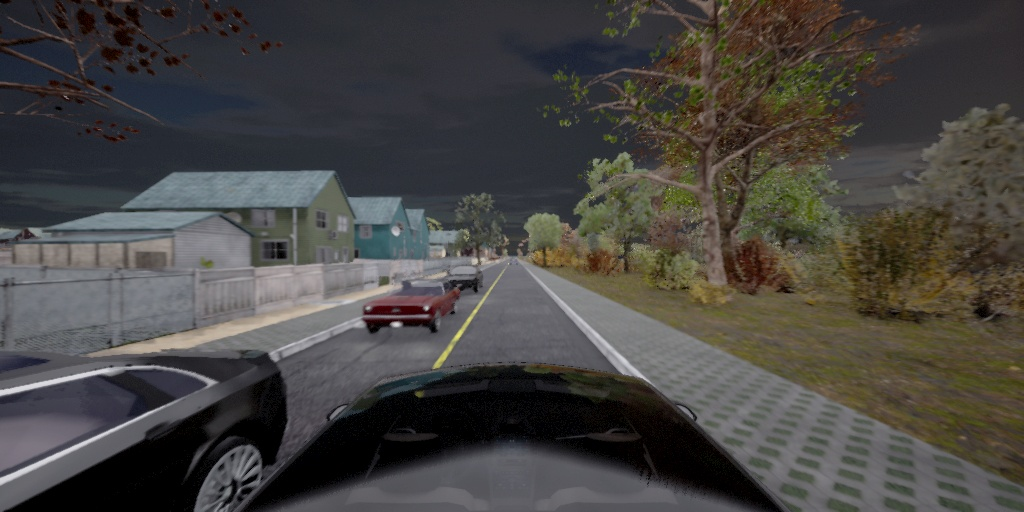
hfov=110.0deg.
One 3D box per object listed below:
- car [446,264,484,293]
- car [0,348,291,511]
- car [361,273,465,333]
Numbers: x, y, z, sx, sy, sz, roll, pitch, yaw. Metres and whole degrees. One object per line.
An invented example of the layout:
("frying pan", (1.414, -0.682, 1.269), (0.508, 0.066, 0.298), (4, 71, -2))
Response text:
("car", (-2.765, 1.264, 21.466), (1.882, 1.535, 5.008), (-1, 0, 0))
("car", (-2.875, 1.269, 1.130), (2.128, 1.511, 4.902), (-1, 0, 0))
("car", (-2.826, 1.382, 11.021), (1.895, 1.301, 4.718), (-1, 0, 0))
